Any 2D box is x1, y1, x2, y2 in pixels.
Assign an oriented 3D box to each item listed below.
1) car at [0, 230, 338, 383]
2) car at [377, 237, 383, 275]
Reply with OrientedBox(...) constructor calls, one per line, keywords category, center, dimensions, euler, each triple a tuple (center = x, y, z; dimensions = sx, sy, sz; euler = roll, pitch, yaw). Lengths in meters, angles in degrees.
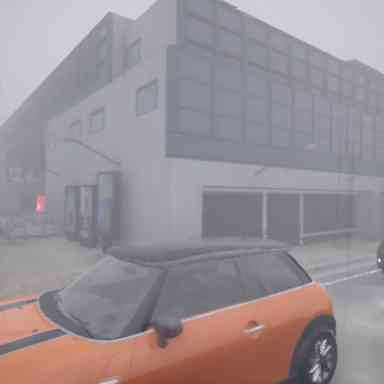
OrientedBox(category="car", center=(-0.419, 1.385, 3.698), dimensions=(4.553, 1.767, 2.097), euler=(1, -1, -36))
OrientedBox(category="car", center=(7.520, 1.388, 9.478), dimensions=(5.566, 2.045, 2.150), euler=(1, -1, -36))
